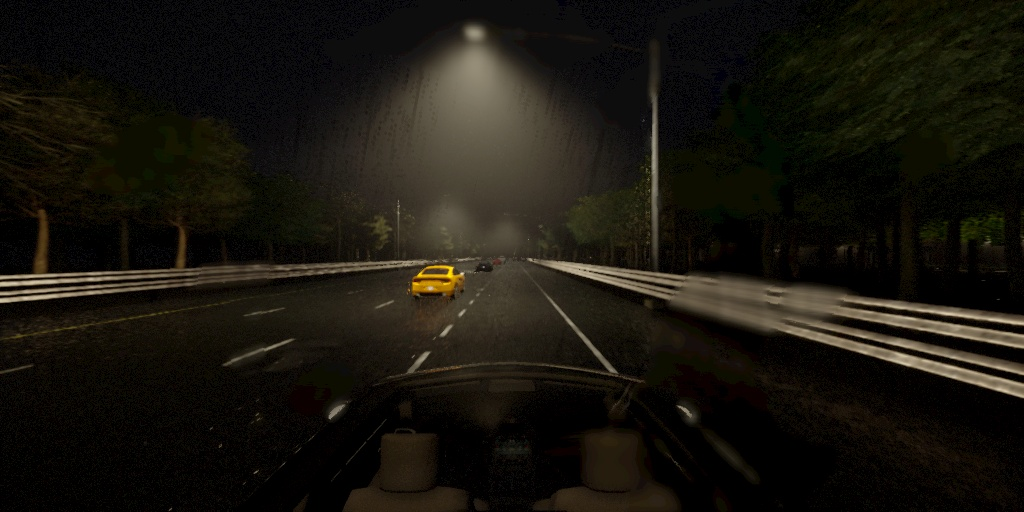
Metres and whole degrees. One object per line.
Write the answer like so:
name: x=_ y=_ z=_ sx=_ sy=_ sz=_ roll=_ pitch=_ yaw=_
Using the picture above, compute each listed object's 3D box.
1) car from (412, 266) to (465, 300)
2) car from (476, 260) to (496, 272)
car: x=-3.503 y=1.233 z=17.863 sx=1.882 sy=1.535 sz=5.008 roll=0 pitch=0 yaw=0
car: x=-3.470 y=1.350 z=45.832 sx=1.994 sy=1.385 sz=4.181 roll=0 pitch=0 yaw=0
